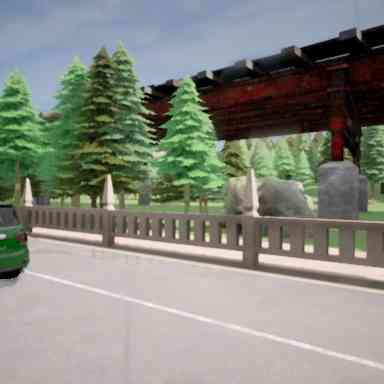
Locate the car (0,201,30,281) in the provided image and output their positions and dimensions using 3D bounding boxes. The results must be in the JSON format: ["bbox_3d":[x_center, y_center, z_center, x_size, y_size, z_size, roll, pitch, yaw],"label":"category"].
[{"bbox_3d":[-6.454,1.213,8.611,5.566,2.045,2.150,0,0,35],"label":"car"}]
